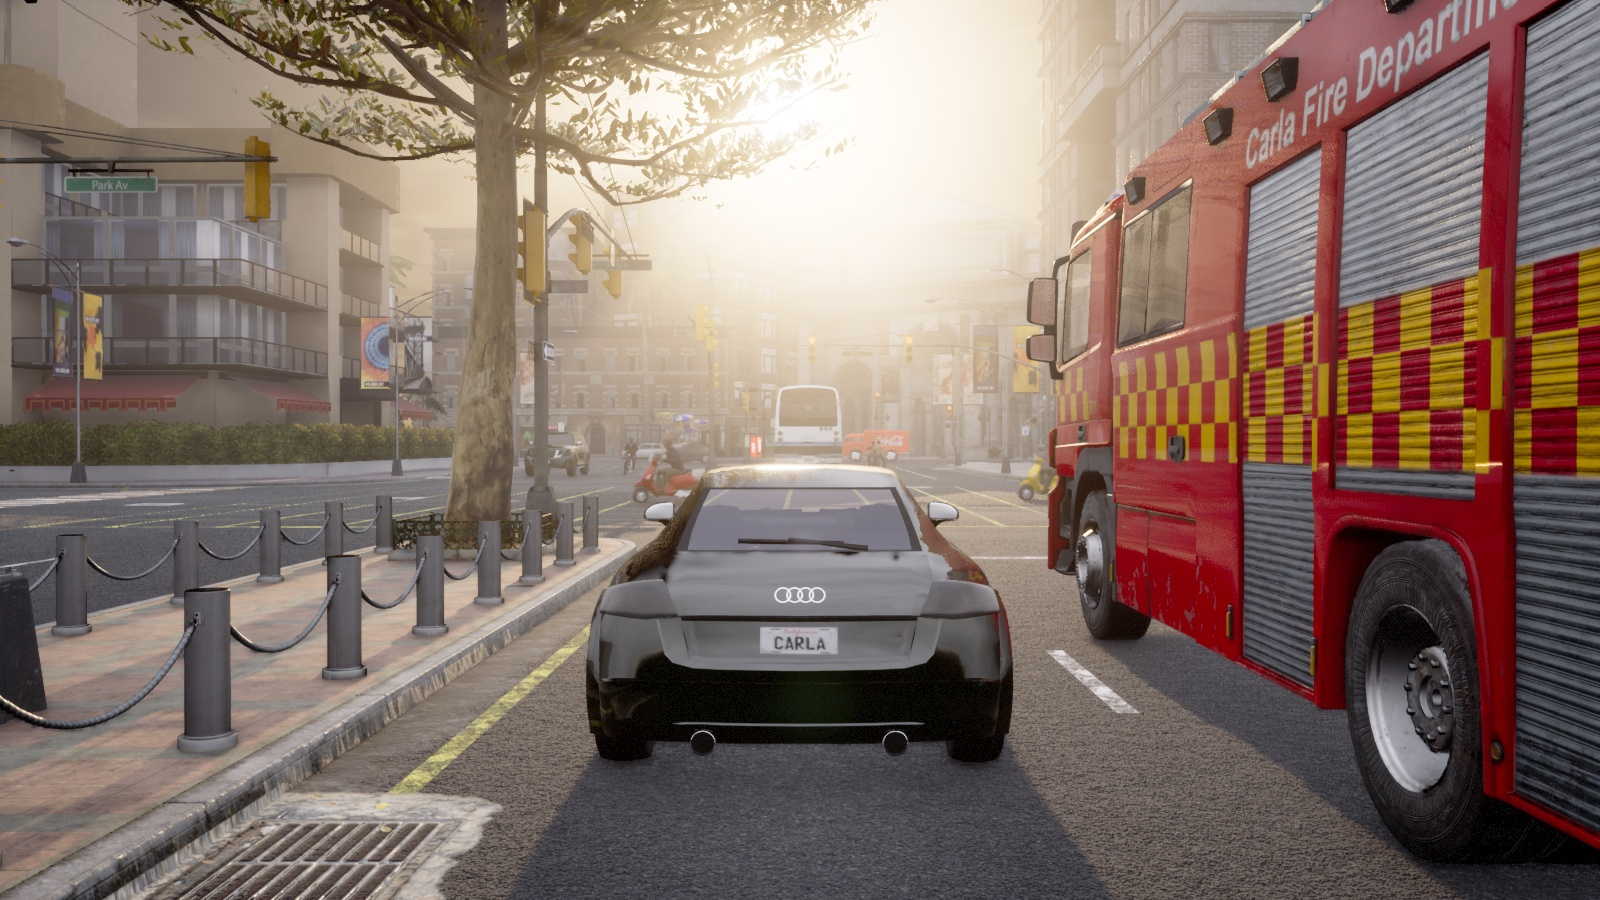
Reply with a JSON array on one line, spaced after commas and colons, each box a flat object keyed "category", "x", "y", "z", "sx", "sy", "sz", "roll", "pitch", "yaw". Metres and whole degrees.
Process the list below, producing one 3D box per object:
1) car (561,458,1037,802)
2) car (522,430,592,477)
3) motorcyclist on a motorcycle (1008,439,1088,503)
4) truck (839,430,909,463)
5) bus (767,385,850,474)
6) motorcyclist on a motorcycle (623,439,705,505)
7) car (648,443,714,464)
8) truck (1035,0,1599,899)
[{"category": "car", "x": 0.005, "y": 0.769, "z": 7.352, "sx": 1.994, "sy": 1.385, "sz": 4.181, "roll": 0, "pitch": 0, "yaw": 0}, {"category": "car", "x": -11.115, "y": 0.130, "z": 57.873, "sx": 2.150, "sy": 2.045, "sz": 5.566, "roll": 0, "pitch": 0, "yaw": 0}, {"category": "motorcyclist on a motorcycle", "x": 6.361, "y": 0.523, "z": 32.196, "sx": 1.817, "sy": 1.590, "sz": 0.866, "roll": 0, "pitch": 0, "yaw": -16}, {"category": "truck", "x": 5.609, "y": -0.278, "z": 95.784, "sx": 5.204, "sy": 2.467, "sz": 2.627, "roll": 0, "pitch": 0, "yaw": 1}, {"category": "bus", "x": 0.433, "y": -0.997, "z": 65.120, "sx": 3.944, "sy": 4.253, "sz": 10.273, "roll": 0, "pitch": 0, "yaw": 0}, {"category": "motorcyclist on a motorcycle", "x": -3.364, "y": 0.522, "z": 31.069, "sx": 1.817, "sy": 1.590, "sz": 0.866, "roll": 0, "pitch": 1, "yaw": -29}, {"category": "car", "x": -8.392, "y": 0.242, "z": 89.061, "sx": 1.837, "sy": 1.490, "sz": 4.892, "roll": 0, "pitch": 0, "yaw": 37}, {"category": "truck", "x": 3.562, "y": -0.456, "z": 7.201, "sx": 2.891, "sy": 3.827, "sz": 8.468, "roll": 0, "pitch": 0, "yaw": 0}]
